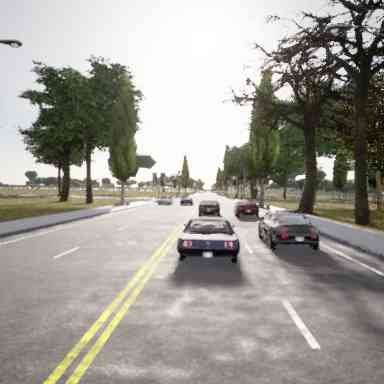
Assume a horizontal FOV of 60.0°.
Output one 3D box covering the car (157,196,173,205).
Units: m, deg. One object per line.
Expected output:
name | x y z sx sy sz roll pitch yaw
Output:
car | -4.049 1.304 50.713 1.895 1.301 4.718 1 0 3

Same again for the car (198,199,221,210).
car | 1.549 1.346 29.992 1.882 1.535 5.008 1 0 3

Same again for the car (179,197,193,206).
car | -0.805 1.355 50.556 1.895 1.301 4.718 1 0 3

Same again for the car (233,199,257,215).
car | 4.790 1.397 29.727 1.882 1.535 5.008 1 0 3

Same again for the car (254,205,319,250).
car | 3.990 1.503 14.188 1.812 1.442 4.674 1 0 3

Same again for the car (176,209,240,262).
car | 0.602 1.538 11.934 1.895 1.301 4.718 1 0 3
